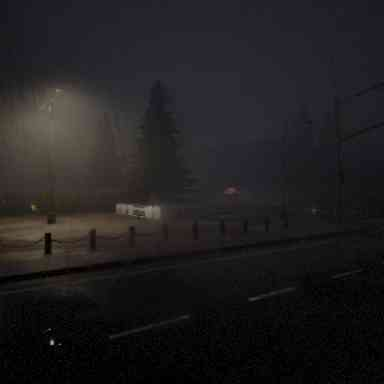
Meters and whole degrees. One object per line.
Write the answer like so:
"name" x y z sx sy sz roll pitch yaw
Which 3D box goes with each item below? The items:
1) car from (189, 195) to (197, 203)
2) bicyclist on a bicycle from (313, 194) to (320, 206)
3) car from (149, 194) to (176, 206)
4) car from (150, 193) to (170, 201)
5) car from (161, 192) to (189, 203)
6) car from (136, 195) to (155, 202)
"car" -0.993 1.334 62.944 1.882 1.535 5.008 0 0 -35
"bicyclist on a bicycle" 16.939 1.139 45.279 1.656 1.620 0.582 -1 0 -36
"car" -4.740 1.463 49.886 1.994 1.385 4.181 0 0 -35
"car" -6.867 1.067 71.084 2.097 1.767 4.553 0 0 -36
"car" -3.320 1.094 60.166 2.150 2.045 5.566 0 0 -32
"car" -9.750 1.321 69.100 1.895 1.301 4.718 0 0 -36
